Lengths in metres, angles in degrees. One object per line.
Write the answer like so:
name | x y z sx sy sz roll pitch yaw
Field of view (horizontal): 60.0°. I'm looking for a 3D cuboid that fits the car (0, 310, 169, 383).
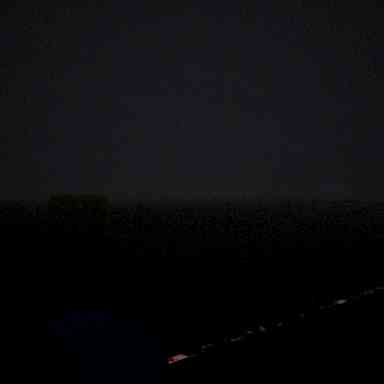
car | -2.417 1.477 1.344 5.008 1.535 1.882 0 0 -36
